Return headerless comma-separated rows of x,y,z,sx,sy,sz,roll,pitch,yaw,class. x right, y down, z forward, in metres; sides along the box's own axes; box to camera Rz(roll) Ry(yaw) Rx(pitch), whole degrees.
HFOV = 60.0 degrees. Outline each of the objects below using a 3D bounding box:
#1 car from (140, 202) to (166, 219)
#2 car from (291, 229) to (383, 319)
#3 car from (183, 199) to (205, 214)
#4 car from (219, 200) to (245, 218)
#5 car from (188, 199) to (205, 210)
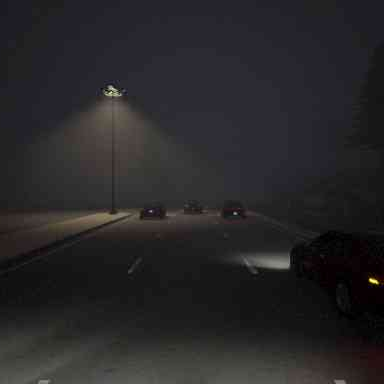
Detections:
-3.391,1.563,29.562,1.994,1.385,4.181,0,0,0,car
3.602,1.525,7.232,1.812,1.442,4.674,0,0,0,car
0.149,1.526,35.377,1.812,1.442,4.674,0,0,1,car
3.610,1.507,30.137,1.837,1.490,4.892,0,1,0,car
0.649,1.601,44.533,1.895,1.301,4.718,0,0,6,car
